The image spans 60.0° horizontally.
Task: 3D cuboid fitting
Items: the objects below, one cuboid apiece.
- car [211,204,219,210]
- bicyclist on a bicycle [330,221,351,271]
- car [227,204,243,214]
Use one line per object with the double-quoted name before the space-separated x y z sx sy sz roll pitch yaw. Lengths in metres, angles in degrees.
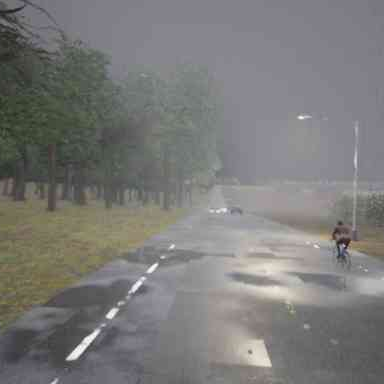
"car" 5.330 3.548 77.423 1.895 1.301 4.718 2 -2 4
"bicyclist on a bicycle" 5.134 1.822 11.479 0.582 1.620 1.656 2 -1 4
"car" 7.396 2.939 55.612 1.837 1.490 4.892 2 -2 4
